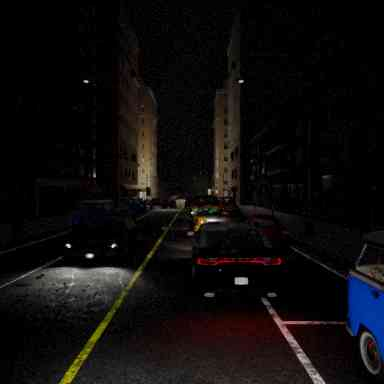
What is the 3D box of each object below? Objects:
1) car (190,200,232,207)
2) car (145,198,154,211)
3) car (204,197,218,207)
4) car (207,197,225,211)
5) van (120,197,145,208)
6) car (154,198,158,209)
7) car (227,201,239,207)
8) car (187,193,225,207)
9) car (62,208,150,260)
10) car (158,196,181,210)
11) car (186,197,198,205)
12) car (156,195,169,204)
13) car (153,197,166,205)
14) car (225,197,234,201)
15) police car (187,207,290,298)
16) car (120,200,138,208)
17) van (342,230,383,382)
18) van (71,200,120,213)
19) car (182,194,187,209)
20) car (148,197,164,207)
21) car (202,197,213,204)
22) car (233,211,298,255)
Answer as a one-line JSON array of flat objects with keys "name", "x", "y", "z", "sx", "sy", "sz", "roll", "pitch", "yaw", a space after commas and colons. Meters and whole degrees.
[{"name": "car", "x": 0.918, "y": 1.455, "z": 18.753, "sx": 1.801, "sy": 1.575, "sz": 5.366, "roll": 0, "pitch": 0, "yaw": 0}, {"name": "car", "x": -5.634, "y": 1.568, "z": 35.900, "sx": 1.947, "sy": 1.339, "sz": 4.313, "roll": 0, "pitch": 0, "yaw": 0}, {"name": "car", "x": 2.908, "y": 1.558, "z": 52.395, "sx": 2.008, "sy": 1.369, "sz": 4.403, "roll": 0, "pitch": 0, "yaw": 0}, {"name": "car", "x": 2.897, "y": 1.443, "z": 41.392, "sx": 1.967, "sy": 1.590, "sz": 4.097, "roll": 0, "pitch": 0, "yaw": 0}, {"name": "van", "x": -5.640, "y": 1.342, "z": 30.398, "sx": 1.690, "sy": 1.788, "sz": 3.998, "roll": 0, "pitch": 0, "yaw": 0}, {"name": "car", "x": -5.628, "y": 1.585, "z": 41.401, "sx": 1.802, "sy": 1.307, "sz": 4.206, "roll": 0, "pitch": 0, "yaw": 0}, {"name": "car", "x": 2.881, "y": 1.582, "z": 24.888, "sx": 1.802, "sy": 1.307, "sz": 4.206, "roll": 0, "pitch": 0, "yaw": 0}, {"name": "car", "x": 0.924, "y": 1.225, "z": 24.594, "sx": 2.150, "sy": 2.045, "sz": 5.566, "roll": 0, "pitch": 0, "yaw": 0}, {"name": "car", "x": -3.088, "y": 1.547, "z": 12.705, "sx": 2.033, "sy": 1.411, "sz": 5.357, "roll": 0, "pitch": 0, "yaw": 0}, {"name": "car", "x": -2.956, "y": 1.552, "z": 44.107, "sx": 2.033, "sy": 1.411, "sz": 5.357, "roll": 0, "pitch": 0, "yaw": 0}, {"name": "car", "x": 0.059, "y": 1.574, "z": 58.905, "sx": 1.994, "sy": 1.385, "sz": 4.181, "roll": 0, "pitch": 0, "yaw": 0}, {"name": "car", "x": -5.606, "y": 1.453, "z": 63.407, "sx": 1.967, "sy": 1.590, "sz": 4.097, "roll": 0, "pitch": 0, "yaw": 0}, {"name": "car", "x": -5.612, "y": 1.592, "z": 57.905, "sx": 1.802, "sy": 1.307, "sz": 4.206, "roll": 0, "pitch": 0, "yaw": 0}, {"name": "car", "x": 2.885, "y": 1.316, "z": 30.389, "sx": 2.192, "sy": 1.841, "sz": 5.009, "roll": 0, "pitch": 0, "yaw": 0}, {"name": "police car", "x": 0.908, "y": 1.425, "z": 8.673, "sx": 1.930, "sy": 1.638, "sz": 5.238, "roll": 0, "pitch": 0, "yaw": 0}, {"name": "car", "x": -5.645, "y": 1.551, "z": 24.897, "sx": 2.008, "sy": 1.369, "sz": 4.403, "roll": 0, "pitch": 0, "yaw": 0}, {"name": "van", "x": 2.857, "y": 1.341, "z": 2.883, "sx": 1.690, "sy": 1.788, "sz": 3.998, "roll": 0, "pitch": 0, "yaw": 0}, {"name": "van", "x": -5.651, "y": 1.341, "z": 19.397, "sx": 1.690, "sy": 1.788, "sz": 3.998, "roll": 0, "pitch": 0, "yaw": 0}, {"name": "car", "x": 0.062, "y": 1.357, "z": 45.504, "sx": 2.097, "sy": 1.767, "sz": 4.553, "roll": 0, "pitch": 0, "yaw": 0}, {"name": "car", "x": -5.617, "y": 1.573, "z": 52.404, "sx": 1.947, "sy": 1.339, "sz": 4.313, "roll": 0, "pitch": 0, "yaw": 0}, {"name": "car", "x": 2.919, "y": 1.578, "z": 63.398, "sx": 1.947, "sy": 1.339, "sz": 4.313, "roll": 0, "pitch": 0, "yaw": 0}, {"name": "car", "x": 2.869, "y": 1.581, "z": 13.886, "sx": 1.802, "sy": 1.307, "sz": 4.206, "roll": 0, "pitch": 0, "yaw": 0}]
